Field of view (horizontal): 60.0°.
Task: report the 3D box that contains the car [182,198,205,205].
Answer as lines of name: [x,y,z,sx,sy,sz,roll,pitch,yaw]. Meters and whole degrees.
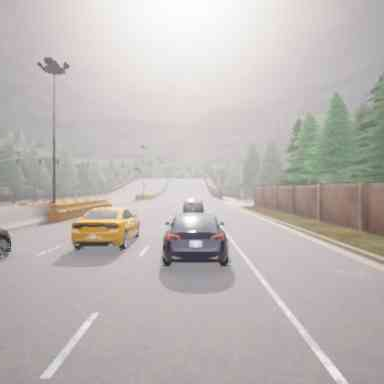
car: [0.105,1.261,30.381,2.128,1.511,4.902,0,0,0]

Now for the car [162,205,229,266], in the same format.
car: [0.101,1.417,11.291,2.163,1.488,4.792,0,0,0]

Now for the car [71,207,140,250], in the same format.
car: [-3.397,1.371,13.889,1.882,1.535,5.008,0,0,0]

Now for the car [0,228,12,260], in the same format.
car: [-6.899,1.419,9.100,2.128,1.511,4.902,0,0,0]
